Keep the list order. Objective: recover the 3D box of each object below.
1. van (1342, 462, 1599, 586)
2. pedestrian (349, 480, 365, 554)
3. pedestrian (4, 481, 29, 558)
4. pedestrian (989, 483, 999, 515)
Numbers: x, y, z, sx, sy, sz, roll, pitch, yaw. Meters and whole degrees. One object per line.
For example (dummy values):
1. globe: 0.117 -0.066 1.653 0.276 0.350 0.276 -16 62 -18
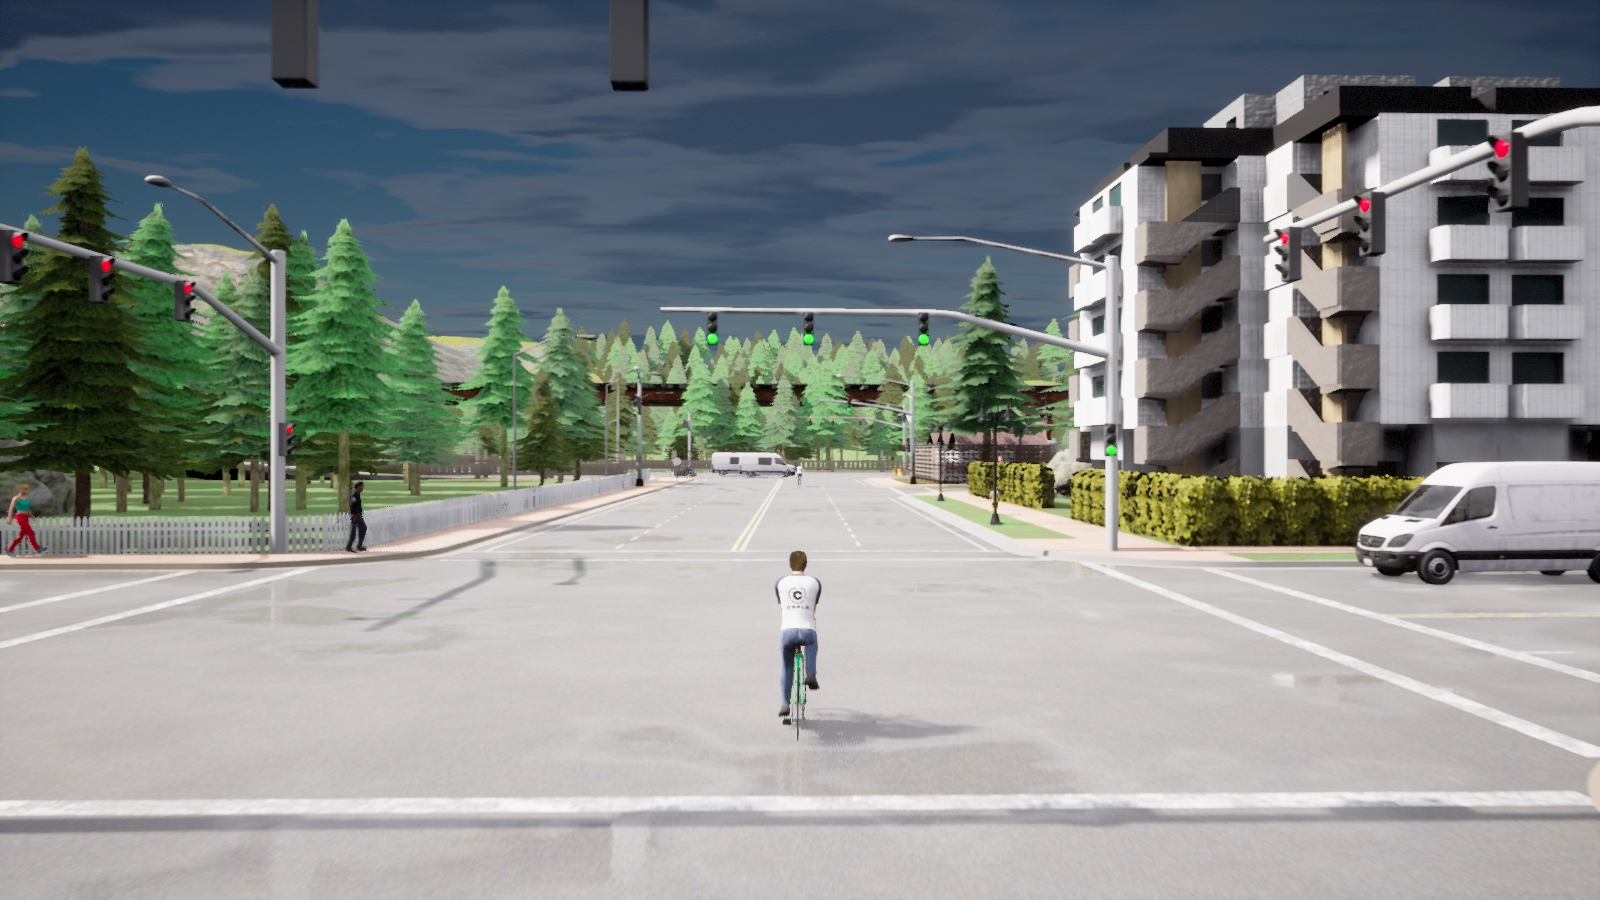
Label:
1. van: 15.191 1.542 24.805 5.915 2.561 1.988 0 0 -2
2. pedestrian: -11.278 1.706 29.113 0.375 1.860 0.375 0 0 -20
3. pedestrian: -19.247 1.706 28.074 0.375 1.860 0.375 0 0 -1
4. pedestrian: 7.899 1.992 46.529 0.375 1.300 0.375 0 0 2
